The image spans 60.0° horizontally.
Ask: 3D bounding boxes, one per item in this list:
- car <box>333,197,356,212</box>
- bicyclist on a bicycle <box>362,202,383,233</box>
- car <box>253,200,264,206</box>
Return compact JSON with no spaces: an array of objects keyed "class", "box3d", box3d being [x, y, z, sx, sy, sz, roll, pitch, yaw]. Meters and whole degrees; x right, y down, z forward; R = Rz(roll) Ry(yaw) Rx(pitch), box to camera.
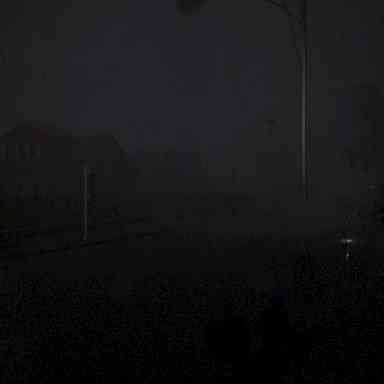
[{"class":"car","box3d":[17.989,1.352,39.148,2.097,1.767,4.553,0,0,32]},{"class":"bicyclist on a bicycle","box3d":[9.638,1.349,17.023,1.656,1.620,0.582,0,0,31]},{"class":"car","box3d":[7.350,1.356,46.532,5.357,1.415,2.033,0,0,34]}]
